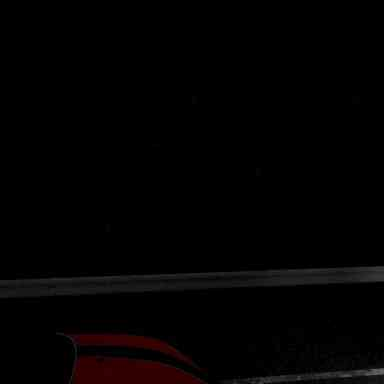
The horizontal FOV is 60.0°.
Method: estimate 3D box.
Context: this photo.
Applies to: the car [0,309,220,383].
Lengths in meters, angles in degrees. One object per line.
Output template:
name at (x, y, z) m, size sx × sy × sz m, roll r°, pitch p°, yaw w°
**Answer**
car at (-1.835, 1.352, 1.684) m, size 4.553 × 1.767 × 2.097 m, roll 0°, pitch 0°, yaw -7°
